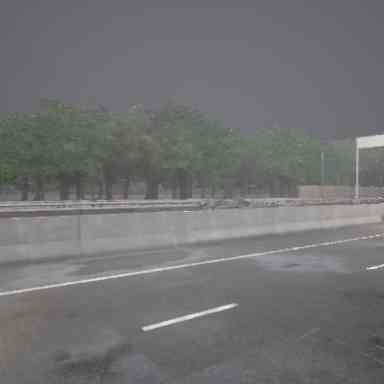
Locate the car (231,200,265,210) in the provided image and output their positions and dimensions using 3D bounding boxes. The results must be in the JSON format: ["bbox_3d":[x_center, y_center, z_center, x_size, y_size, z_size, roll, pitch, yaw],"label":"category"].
[{"bbox_3d":[6.228,1.503,29.811,4.902,1.511,2.128,0,0,-35],"label":"car"}]

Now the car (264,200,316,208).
[{"bbox_3d":[8.539,1.508,27.157,5.008,1.535,1.882,0,0,-36],"label":"car"}]

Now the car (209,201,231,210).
[{"bbox_3d":[4.452,1.543,32.841,4.892,1.490,1.837,0,0,-35],"label":"car"}]

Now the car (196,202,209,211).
[{"bbox_3d":[2.461,1.620,35.677,4.181,1.385,1.994,0,0,-35],"label":"car"}]
